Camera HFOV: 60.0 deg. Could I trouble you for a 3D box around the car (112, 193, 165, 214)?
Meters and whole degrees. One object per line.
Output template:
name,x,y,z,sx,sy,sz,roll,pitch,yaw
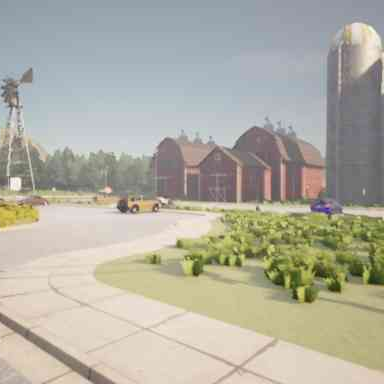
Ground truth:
car,-5.325,1.186,33.354,1.932,1.855,4.605,1,0,40

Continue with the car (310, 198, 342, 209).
car,13.929,1.492,34.510,2.242,1.667,4.611,1,0,40

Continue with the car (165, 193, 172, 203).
car,-4.622,1.149,50.058,1.905,1.878,3.866,1,0,40

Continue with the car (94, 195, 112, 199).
car,-15.321,1.242,58.283,1.816,1.474,4.193,1,0,40

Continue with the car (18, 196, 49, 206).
car,-22.671,1.233,47.656,1.784,1.438,3.905,1,0,40
